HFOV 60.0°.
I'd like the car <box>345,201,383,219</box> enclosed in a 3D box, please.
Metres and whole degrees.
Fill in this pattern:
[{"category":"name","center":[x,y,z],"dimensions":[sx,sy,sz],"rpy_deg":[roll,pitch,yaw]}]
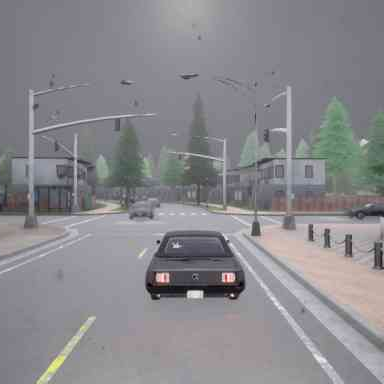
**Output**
[{"category":"car","center":[15.403,1.510,28.078],"dimensions":[4.674,1.442,1.812],"rpy_deg":[0,0,1]}]

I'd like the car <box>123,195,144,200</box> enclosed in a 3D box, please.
[{"category":"car","center":[-11.359,1.513,65.393],"dimensions":[2.033,1.411,5.357],"rpy_deg":[0,0,-26]}]

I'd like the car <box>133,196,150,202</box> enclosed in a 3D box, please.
[{"category":"car","center":[-10.968,1.505,71.945],"dimensions":[1.994,1.385,4.181],"rpy_deg":[0,0,-36]}]

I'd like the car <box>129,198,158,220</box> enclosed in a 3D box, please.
[{"category":"car","center":[-4.071,1.487,27.691],"dimensions":[1.837,1.490,4.892],"rpy_deg":[0,0,-3]}]

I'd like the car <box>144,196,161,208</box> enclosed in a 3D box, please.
[{"category":"car","center":[-5.390,1.491,46.305],"dimensions":[1.812,1.442,4.674],"rpy_deg":[0,0,-10]}]

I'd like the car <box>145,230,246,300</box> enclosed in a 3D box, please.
[{"category":"car","center":[0.032,1.601,8.349],"dimensions":[1.895,1.301,4.718],"rpy_deg":[0,0,-1]}]

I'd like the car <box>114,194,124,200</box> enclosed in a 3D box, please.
[{"category":"car","center":[-16.972,1.322,80.005],"dimensions":[4.674,1.442,1.812],"rpy_deg":[0,0,45]}]
